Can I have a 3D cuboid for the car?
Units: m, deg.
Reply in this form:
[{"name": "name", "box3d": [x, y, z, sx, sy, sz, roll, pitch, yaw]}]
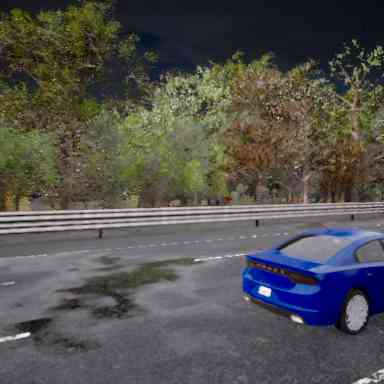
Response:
[{"name": "car", "box3d": [3.312, 1.480, 6.715, 5.008, 1.535, 1.882, 0, 0, -31]}]
